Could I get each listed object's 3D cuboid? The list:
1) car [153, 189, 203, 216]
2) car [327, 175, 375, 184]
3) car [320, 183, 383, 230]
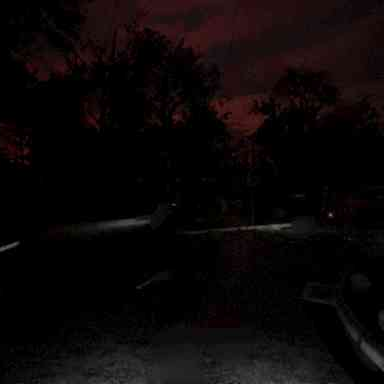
[{"bbox_3d":[-0.579,0.620,22.111,2.128,1.511,4.902,1,4,33],"label":"car"},{"bbox_3d":[14.815,-0.789,30.709,4.902,1.511,2.128,-4,2,-2],"label":"car"},{"bbox_3d":[9.379,0.713,17.049,5.566,2.045,2.150,-1,2,-17],"label":"car"}]
